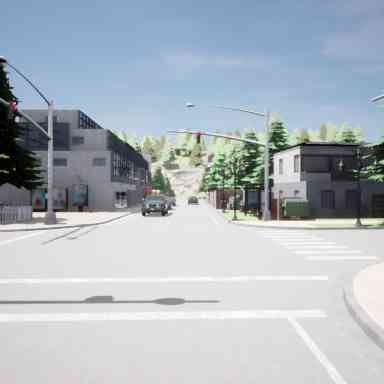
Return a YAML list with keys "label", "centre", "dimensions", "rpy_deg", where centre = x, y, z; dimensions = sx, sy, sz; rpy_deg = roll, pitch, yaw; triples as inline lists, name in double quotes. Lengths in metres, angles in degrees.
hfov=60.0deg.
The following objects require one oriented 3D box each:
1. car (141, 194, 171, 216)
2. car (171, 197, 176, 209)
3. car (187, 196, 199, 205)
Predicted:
- label: "car"
  centre: [-3.555, 1.221, 32.699]
  dimensions: [2.150, 2.045, 5.566]
  rpy_deg: [0, 0, 0]
- label: "car"
  centre: [-3.538, 1.491, 42.749]
  dimensions: [2.128, 1.511, 4.902]
  rpy_deg: [0, 0, 0]
- label: "car"
  centre: [0.185, 1.505, 59.556]
  dimensions: [1.837, 1.490, 4.892]
  rpy_deg: [0, 0, 0]
